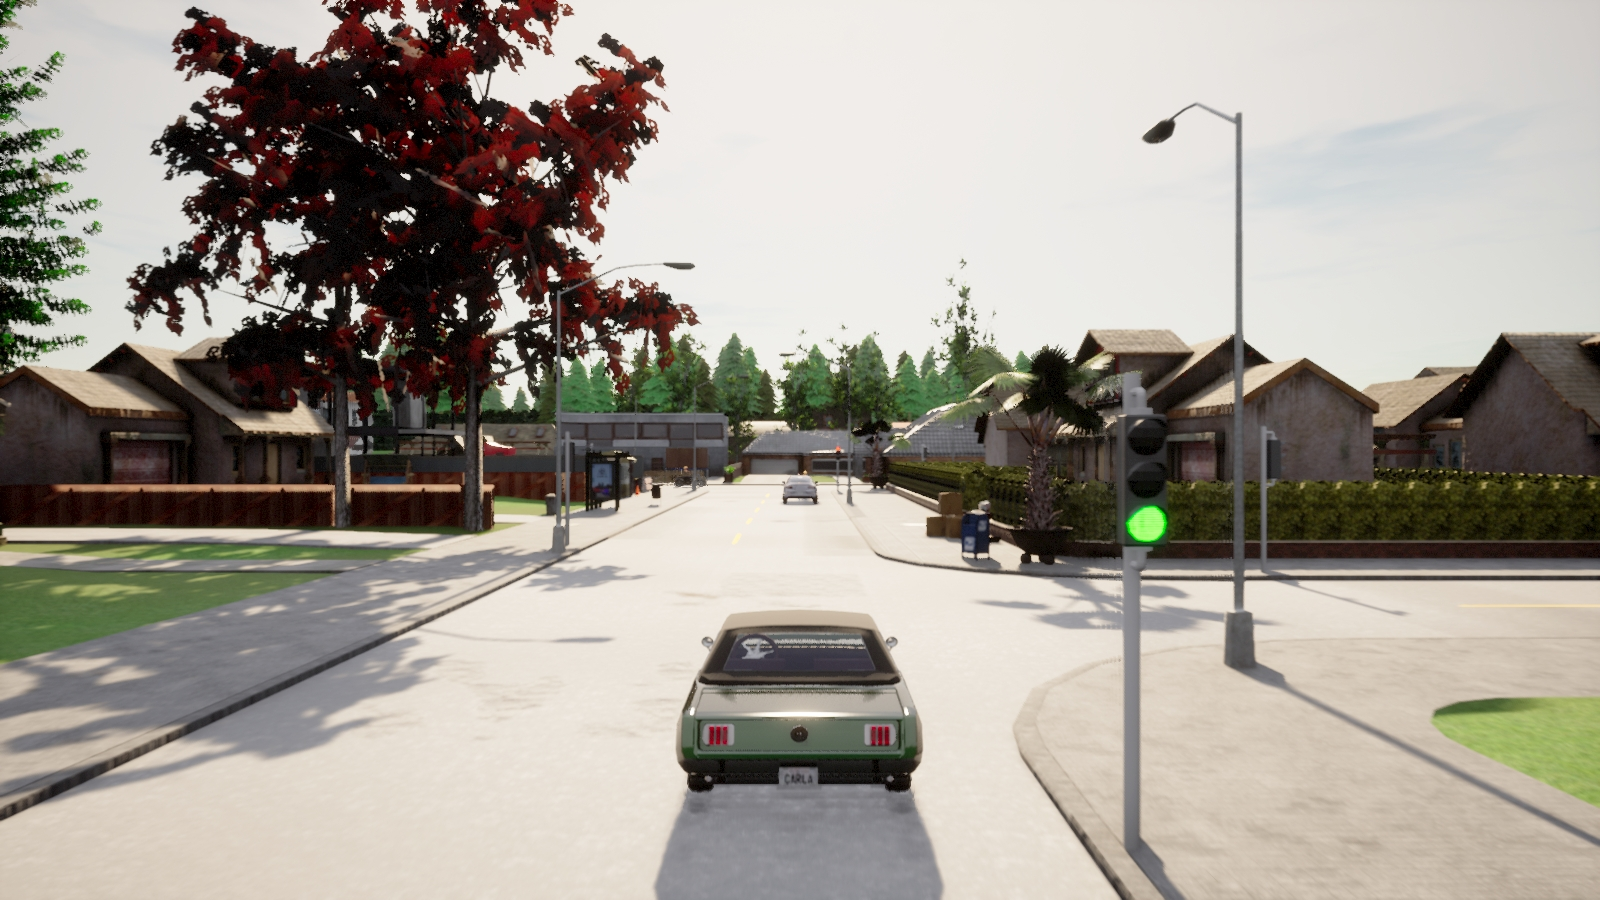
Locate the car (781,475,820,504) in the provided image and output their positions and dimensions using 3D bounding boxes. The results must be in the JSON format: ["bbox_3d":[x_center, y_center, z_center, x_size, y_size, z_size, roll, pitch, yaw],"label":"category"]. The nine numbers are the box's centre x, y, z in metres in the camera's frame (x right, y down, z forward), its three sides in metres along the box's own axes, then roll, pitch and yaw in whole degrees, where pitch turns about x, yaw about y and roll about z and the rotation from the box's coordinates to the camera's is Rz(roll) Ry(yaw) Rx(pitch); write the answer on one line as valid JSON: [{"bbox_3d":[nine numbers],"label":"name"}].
[{"bbox_3d":[0.010,2.087,61.317,2.002,1.442,4.674,0,0,0],"label":"car"}]

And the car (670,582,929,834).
[{"bbox_3d":[-0.003,2.156,10.716,1.895,1.301,4.718,0,0,0],"label":"car"}]
